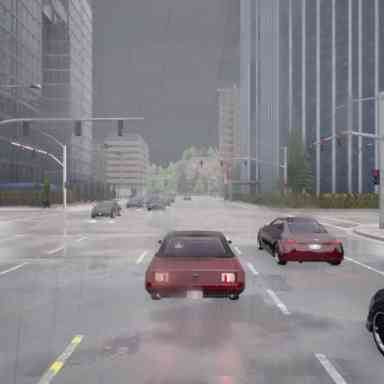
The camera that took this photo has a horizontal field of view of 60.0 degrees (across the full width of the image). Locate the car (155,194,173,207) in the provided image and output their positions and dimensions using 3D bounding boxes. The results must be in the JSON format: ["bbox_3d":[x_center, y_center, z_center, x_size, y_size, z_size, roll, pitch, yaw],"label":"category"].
[{"bbox_3d":[-4.331,1.504,52.050,1.837,1.490,4.892,0,0,-1],"label":"car"}]

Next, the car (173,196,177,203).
[{"bbox_3d":[-4.477,1.492,67.900,2.128,1.511,4.902,0,0,0],"label":"car"}]

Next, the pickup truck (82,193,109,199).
[{"bbox_3d":[-21.167,1.058,73.386,2.390,2.098,6.274,0,0,30],"label":"pickup truck"}]

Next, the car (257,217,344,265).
[{"bbox_3d":[3.581,1.564,11.686,1.994,1.385,4.181,0,0,0],"label":"car"}]

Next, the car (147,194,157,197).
[{"bbox_3d":[-7.903,1.492,58.146,2.128,1.511,4.902,0,0,-1],"label":"car"}]

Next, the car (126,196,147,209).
[{"bbox_3d":[-7.728,1.505,45.243,1.837,1.490,4.892,0,0,-1],"label":"car"}]

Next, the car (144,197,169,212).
[{"bbox_3d":[-4.099,1.564,38.928,1.994,1.385,4.181,0,0,-1],"label":"car"}]

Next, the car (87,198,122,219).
[{"bbox_3d":[-7.374,1.505,28.914,1.837,1.490,4.892,0,0,-1],"label":"car"}]

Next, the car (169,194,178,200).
[{"bbox_3d":[-4.680,1.154,82.999,2.033,1.411,5.357,0,0,-1],"label":"car"}]

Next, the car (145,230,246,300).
[{"bbox_3d":[0.074,1.601,8.329,1.895,1.301,4.718,0,0,0],"label":"car"}]

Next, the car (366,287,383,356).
[{"bbox_3d":[3.609,1.564,3.275,1.994,1.385,4.181,0,0,-1],"label":"car"}]

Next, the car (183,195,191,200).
[{"bbox_3d":[-1.259,1.552,88.602,1.994,1.385,4.181,0,0,-1],"label":"car"}]
